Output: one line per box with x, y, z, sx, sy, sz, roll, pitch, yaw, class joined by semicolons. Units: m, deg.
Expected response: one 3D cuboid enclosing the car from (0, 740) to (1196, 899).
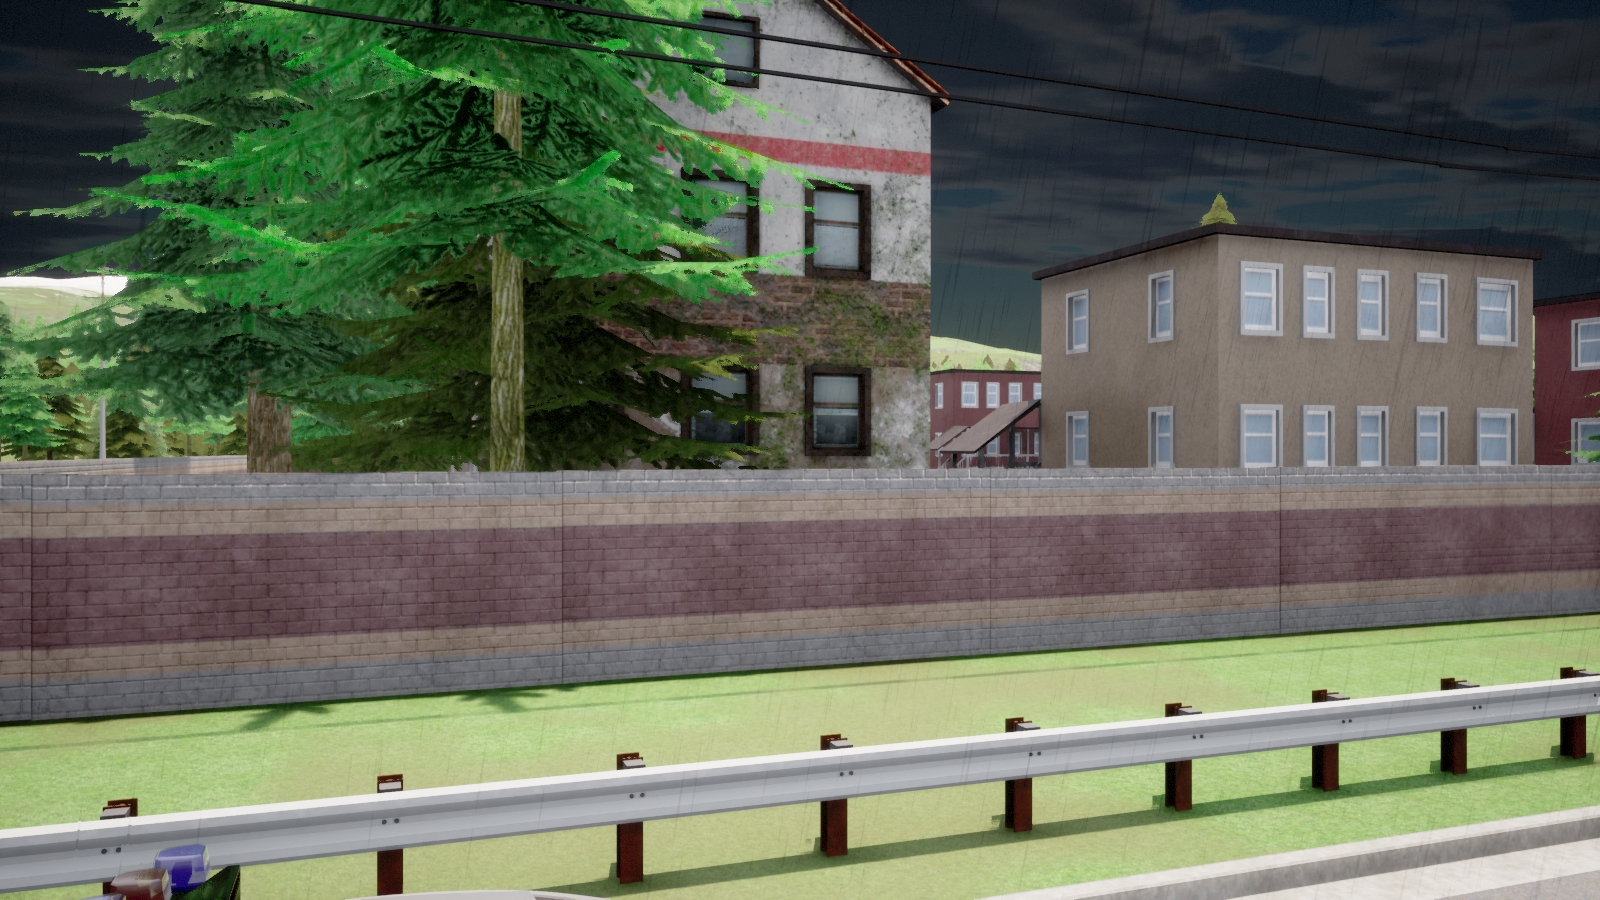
-1.671;1.982;2.695;5.238;1.638;2.097;0;0;-20;car
